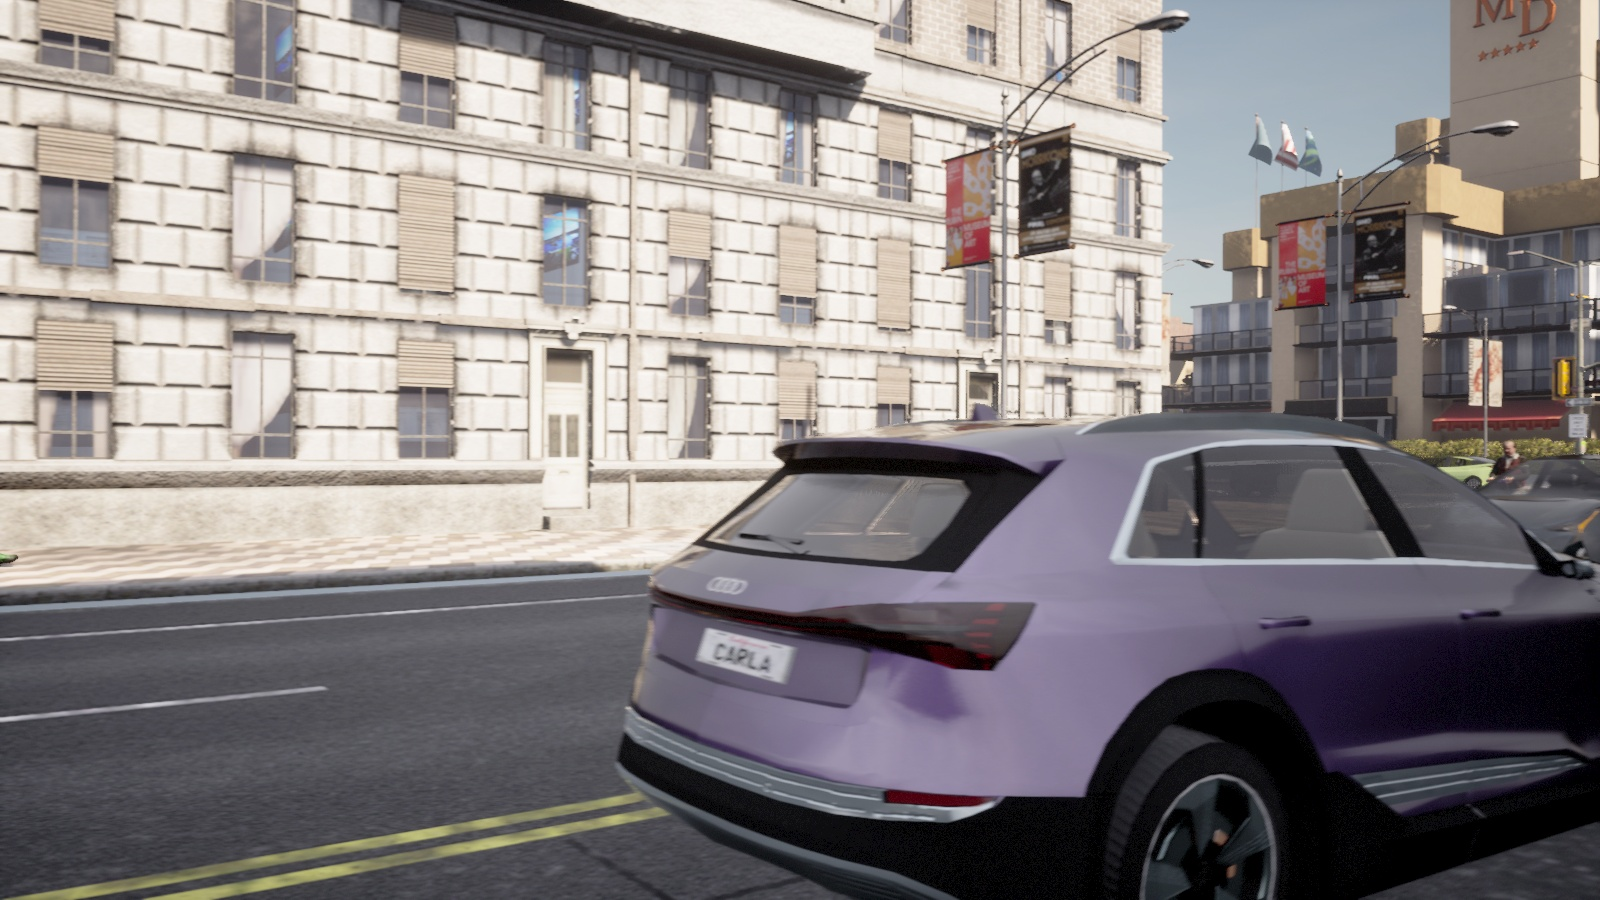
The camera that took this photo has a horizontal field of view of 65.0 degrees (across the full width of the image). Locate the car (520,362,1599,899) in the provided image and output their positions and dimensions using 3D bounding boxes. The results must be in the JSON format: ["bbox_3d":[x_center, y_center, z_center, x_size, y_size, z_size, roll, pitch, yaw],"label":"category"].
[{"bbox_3d":[1.635,0.687,4.826,4.856,1.649,2.033,1,-1,-35],"label":"car"}]

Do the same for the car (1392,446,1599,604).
[{"bbox_3d":[8.914,0.733,14.249,4.514,1.525,2.007,0,0,-35],"label":"car"}]

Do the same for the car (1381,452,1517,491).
[{"bbox_3d":[26.541,0.843,51.460,2.007,1.525,4.514,0,0,-36],"label":"car"}]

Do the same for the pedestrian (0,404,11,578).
[{"bbox_3d":[-9.415,0.457,14.140,0.873,1.952,0.659,0,0,-33],"label":"pedestrian"}]

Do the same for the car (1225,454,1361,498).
[{"bbox_3d":[17.406,0.894,44.490,1.816,1.474,4.193,0,0,-36],"label":"car"}]
